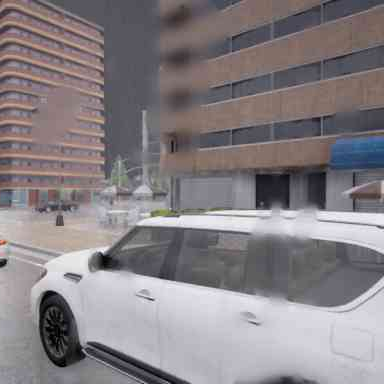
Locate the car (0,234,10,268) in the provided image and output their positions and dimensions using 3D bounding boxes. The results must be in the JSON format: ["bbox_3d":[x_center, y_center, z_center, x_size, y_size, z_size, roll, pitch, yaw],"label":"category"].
[{"bbox_3d":[-7.210,1.526,10.162,4.674,1.442,1.812,0,0,40],"label":"car"}]

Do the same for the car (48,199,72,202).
[{"bbox_3d":[-15.467,1.560,38.181,1.837,1.490,4.892,0,0,40],"label":"car"}]

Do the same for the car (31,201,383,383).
[{"bbox_3d":[0.269,1.221,3.999,5.566,2.045,2.150,0,0,39],"label":"car"}]
